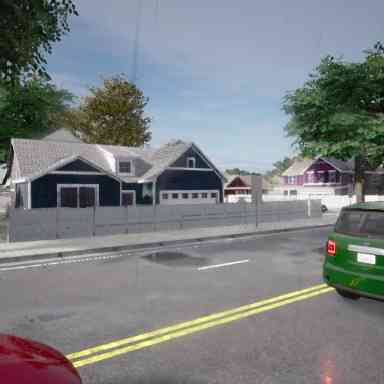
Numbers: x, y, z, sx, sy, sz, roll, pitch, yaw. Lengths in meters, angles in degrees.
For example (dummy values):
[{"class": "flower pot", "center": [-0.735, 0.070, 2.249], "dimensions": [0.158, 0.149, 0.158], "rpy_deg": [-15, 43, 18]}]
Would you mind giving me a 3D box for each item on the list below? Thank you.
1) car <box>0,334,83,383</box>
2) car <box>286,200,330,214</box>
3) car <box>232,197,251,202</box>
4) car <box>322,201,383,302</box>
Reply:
[{"class": "car", "center": [-2.979, 1.476, 1.317], "dimensions": [5.008, 1.535, 1.882], "rpy_deg": [0, 0, -35]}, {"class": "car", "center": [12.647, 1.574, 36.443], "dimensions": [1.994, 1.385, 4.181], "rpy_deg": [-1, 0, -34]}, {"class": "car", "center": [7.331, 1.426, 44.762], "dimensions": [2.097, 1.767, 4.553], "rpy_deg": [-1, 0, -31]}, {"class": "car", "center": [5.144, 1.209, 7.149], "dimensions": [5.566, 2.045, 2.150], "rpy_deg": [0, 0, -35]}]
